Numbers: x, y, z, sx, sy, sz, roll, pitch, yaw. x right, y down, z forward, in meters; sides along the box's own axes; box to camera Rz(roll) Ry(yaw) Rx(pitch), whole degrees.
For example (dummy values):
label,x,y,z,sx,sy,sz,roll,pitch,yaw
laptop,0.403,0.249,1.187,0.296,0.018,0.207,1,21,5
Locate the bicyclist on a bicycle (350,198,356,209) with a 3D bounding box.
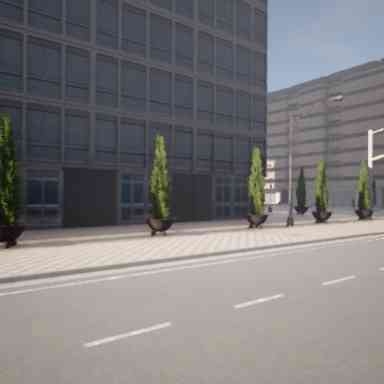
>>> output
label,x,y,z,sx,sy,sz,roll,pitch,yaw
bicyclist on a bicycle,25.122,1.791,51.857,1.656,1.620,0.582,0,0,-35
